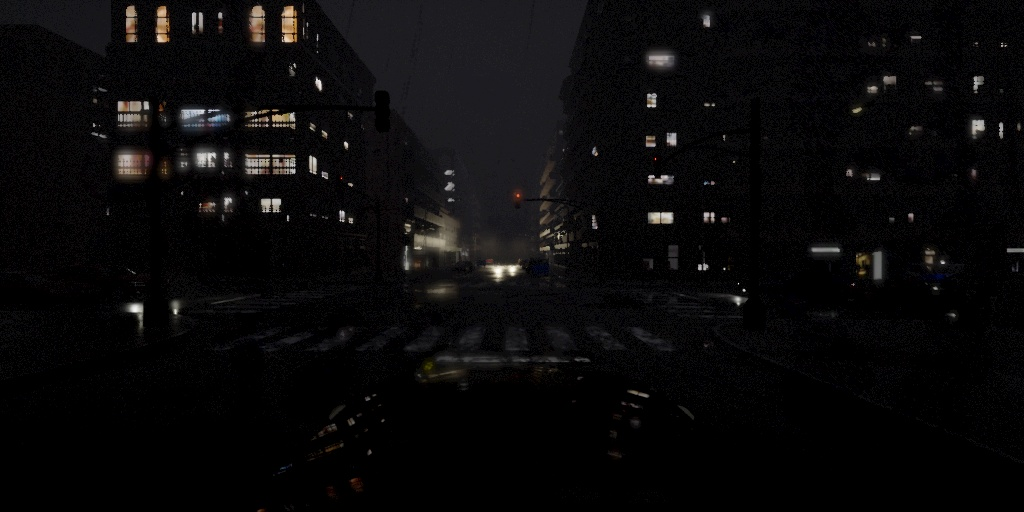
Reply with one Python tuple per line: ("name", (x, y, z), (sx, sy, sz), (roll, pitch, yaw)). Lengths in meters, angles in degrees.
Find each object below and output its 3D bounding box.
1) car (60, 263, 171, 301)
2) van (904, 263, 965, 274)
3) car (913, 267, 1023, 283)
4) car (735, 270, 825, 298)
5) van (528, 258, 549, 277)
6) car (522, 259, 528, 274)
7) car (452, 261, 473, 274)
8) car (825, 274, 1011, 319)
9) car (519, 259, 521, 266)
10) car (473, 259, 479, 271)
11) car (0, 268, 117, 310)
("car", (-18.007, 1.086, 15.794), (5.008, 1.535, 1.882), (1, 0, 0))
("van", (26.070, 1.343, 21.558), (3.998, 1.789, 1.690), (0, 0, 0))
("car", (24.865, 1.516, 18.981), (4.892, 1.490, 1.837), (1, 0, 0))
("car", (14.955, 1.453, 18.987), (5.357, 1.411, 2.033), (1, 0, 0))
("van", (2.774, 1.109, 35.954), (1.690, 1.789, 3.998), (0, 0, 0))
("car", (2.678, 1.091, 41.451), (2.192, 1.841, 5.009), (0, 0, 0))
("car", (-5.888, 1.358, 41.490), (1.802, 1.307, 4.207), (0, 0, 0))
("car", (14.696, 1.498, 13.194), (4.507, 1.381, 1.888), (0, 0, 0))
("car", (2.615, 1.252, 58.012), (1.967, 1.591, 4.097), (0, 0, 0))
("car", (-5.896, 1.352, 47.012), (1.948, 1.339, 4.313), (0, 0, 0))
("car", (-17.756, 1.215, 13.212), (4.207, 1.307, 1.802), (0, 0, 0))
